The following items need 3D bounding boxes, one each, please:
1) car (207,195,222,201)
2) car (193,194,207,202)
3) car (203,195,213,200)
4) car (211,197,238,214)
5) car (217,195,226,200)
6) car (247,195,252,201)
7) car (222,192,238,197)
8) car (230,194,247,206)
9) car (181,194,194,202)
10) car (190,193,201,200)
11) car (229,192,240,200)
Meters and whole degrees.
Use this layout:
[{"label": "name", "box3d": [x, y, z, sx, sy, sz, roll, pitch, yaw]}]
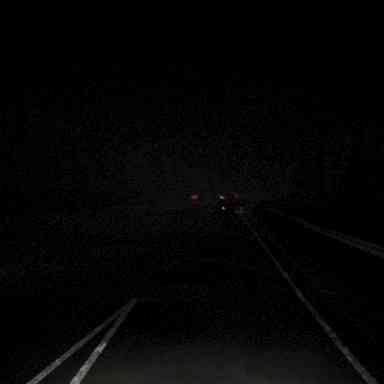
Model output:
[{"label": "car", "box3d": [5.580, 1.525, 78.375, 1.882, 1.535, 5.008, 0, 0, 12]}, {"label": "car", "box3d": [2.252, 1.560, 79.535, 1.812, 1.442, 4.674, 0, 0, 12]}, {"label": "car", "box3d": [4.405, 1.441, 89.304, 1.994, 1.385, 4.181, 0, 0, 12]}, {"label": "car", "box3d": [3.558, 1.593, 35.428, 1.994, 1.385, 4.181, 0, 0, 11]}, {"label": "car", "box3d": [7.823, 1.426, 88.551, 1.812, 1.442, 4.674, 0, 0, 12]}, {"label": "car", "box3d": [14.747, 1.597, 87.448, 1.837, 1.490, 4.892, 0, 0, 12]}, {"label": "car", "box3d": [9.006, 1.286, 77.651, 2.150, 2.045, 5.566, 0, 0, 12]}, {"label": "car", "box3d": [7.695, 1.580, 55.023, 1.812, 1.442, 4.674, 0, 0, 12]}, {"label": "car", "box3d": [-1.256, 1.521, 79.881, 1.837, 1.490, 4.892, 0, 0, 12]}, {"label": "car", "box3d": [0.981, 1.230, 90.028, 2.097, 1.767, 4.553, 0, 0, 12]}, {"label": "car", "box3d": [11.248, 1.141, 87.828, 2.150, 2.045, 5.566, 0, 0, 12]}]
